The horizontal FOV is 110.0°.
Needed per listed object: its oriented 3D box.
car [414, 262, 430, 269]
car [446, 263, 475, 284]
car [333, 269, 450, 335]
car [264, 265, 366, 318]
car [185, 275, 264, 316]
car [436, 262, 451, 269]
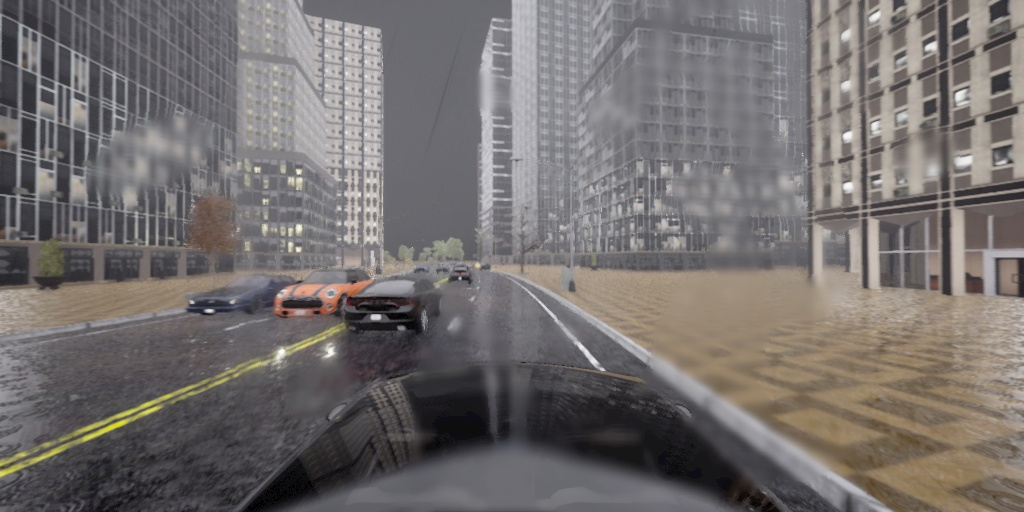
[{"bbox_3d":[-13.930,1.754,55.692,2.097,1.767,4.553,0,-1,-8],"label":"car"},{"bbox_3d":[-4.437,1.608,31.650,1.837,1.490,4.892,0,-1,-5],"label":"car"},{"bbox_3d":[-3.317,1.342,11.059,1.882,1.535,5.008,0,-1,-1],"label":"car"},{"bbox_3d":[-6.847,1.254,13.710,2.097,1.767,4.553,0,-1,-2],"label":"car"},{"bbox_3d":[-10.106,1.465,14.532,2.033,1.411,5.357,0,-1,-2],"label":"car"},{"bbox_3d":[-10.399,1.976,54.054,1.895,1.301,4.718,0,-1,-8],"label":"car"}]
